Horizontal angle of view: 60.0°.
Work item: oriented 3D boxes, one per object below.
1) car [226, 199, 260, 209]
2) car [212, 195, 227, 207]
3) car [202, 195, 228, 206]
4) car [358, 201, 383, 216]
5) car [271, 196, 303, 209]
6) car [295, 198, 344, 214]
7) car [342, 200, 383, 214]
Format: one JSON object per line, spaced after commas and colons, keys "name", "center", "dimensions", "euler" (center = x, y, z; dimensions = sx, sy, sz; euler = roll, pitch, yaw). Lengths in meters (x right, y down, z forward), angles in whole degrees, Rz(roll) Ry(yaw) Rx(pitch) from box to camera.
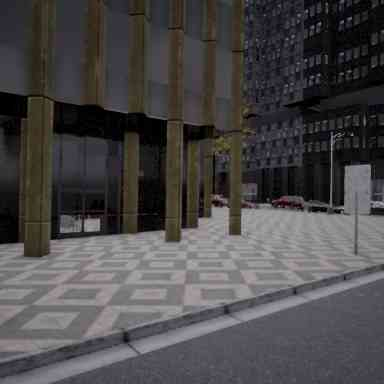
{"name": "car", "center": [6.808, 1.570, 42.823], "dimensions": [1.802, 1.307, 4.206], "euler": [1, -1, -35]}
{"name": "car", "center": [3.623, 1.311, 47.323], "dimensions": [2.192, 1.841, 5.009], "euler": [1, -1, -35]}
{"name": "car", "center": [4.193, 1.511, 61.253], "dimensions": [2.192, 1.841, 5.009], "euler": [1, -1, -35]}
{"name": "car", "center": [16.376, 1.517, 29.332], "dimensions": [2.008, 1.369, 4.403], "euler": [1, -1, -35]}
{"name": "car", "center": [13.760, 1.486, 47.763], "dimensions": [2.192, 1.841, 5.009], "euler": [1, -1, -35]}
{"name": "car", "center": [13.186, 1.539, 33.829], "dimensions": [1.947, 1.339, 4.313], "euler": [1, -1, -35]}
{"name": "car", "center": [20.134, 1.707, 38.767], "dimensions": [2.008, 1.369, 4.403], "euler": [1, -1, -35]}
